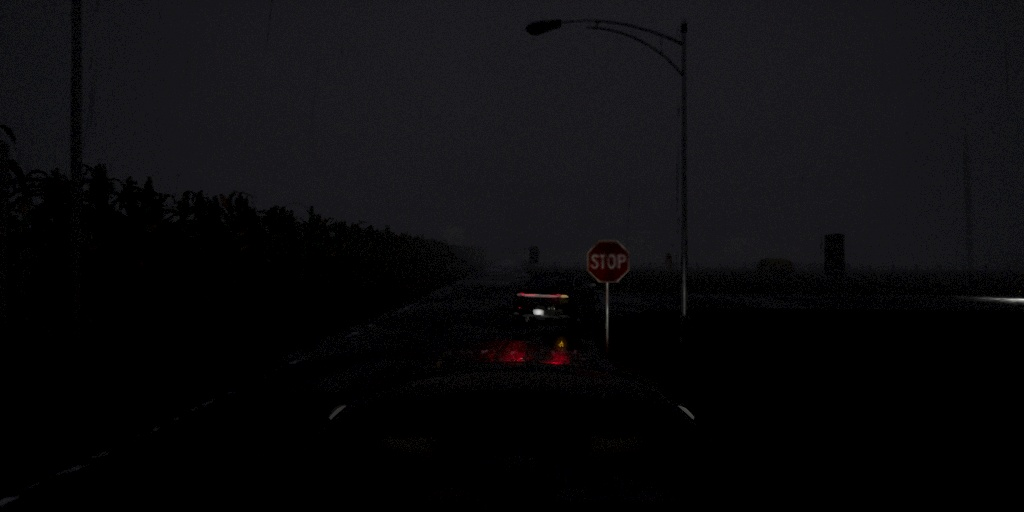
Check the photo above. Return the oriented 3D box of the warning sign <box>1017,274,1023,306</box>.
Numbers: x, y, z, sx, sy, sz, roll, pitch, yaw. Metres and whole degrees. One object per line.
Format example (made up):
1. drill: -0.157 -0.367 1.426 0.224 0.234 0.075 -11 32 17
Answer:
1. warning sign: 20.465 1.049 13.705 1.060 1.860 1.300 0 0 1

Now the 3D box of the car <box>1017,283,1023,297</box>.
1. car: 29.678 1.609 18.821 4.181 1.385 1.994 0 -1 1

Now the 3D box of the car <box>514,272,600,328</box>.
1. car: 1.608 1.280 11.709 2.128 1.511 4.902 0 0 22
